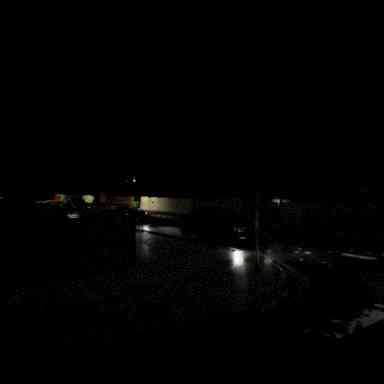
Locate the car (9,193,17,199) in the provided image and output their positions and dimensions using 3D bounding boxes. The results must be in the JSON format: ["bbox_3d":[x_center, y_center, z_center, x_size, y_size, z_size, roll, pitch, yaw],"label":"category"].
[{"bbox_3d":[-44.250,1.195,84.388,2.033,1.411,5.357,0,0,-36],"label":"car"}]

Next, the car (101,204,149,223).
[{"bbox_3d":[-5.007,1.550,24.558,1.895,1.301,4.718,0,0,-36],"label":"car"}]

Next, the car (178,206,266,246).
[{"bbox_3d":[1.245,1.481,15.820,1.882,1.535,5.008,0,0,-36],"label":"car"}]

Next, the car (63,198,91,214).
[{"bbox_3d":[-11.896,1.397,34.221,1.837,1.490,4.892,0,0,-35],"label":"car"}]
